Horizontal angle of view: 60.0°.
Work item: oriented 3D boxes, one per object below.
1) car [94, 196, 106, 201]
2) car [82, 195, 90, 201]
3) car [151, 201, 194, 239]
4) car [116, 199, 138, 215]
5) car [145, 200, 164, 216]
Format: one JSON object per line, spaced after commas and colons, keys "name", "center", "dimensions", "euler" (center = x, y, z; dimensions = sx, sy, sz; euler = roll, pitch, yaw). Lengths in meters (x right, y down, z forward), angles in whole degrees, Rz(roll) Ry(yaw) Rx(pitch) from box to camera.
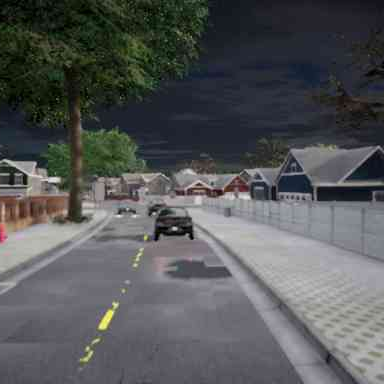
{"name": "car", "center": [-23.216, 1.524, 83.882], "dimensions": [1.882, 1.535, 5.008], "euler": [-1, 0, -30]}
{"name": "car", "center": [-29.470, 1.825, 89.208], "dimensions": [1.994, 1.385, 4.181], "euler": [-1, 0, -30]}
{"name": "car", "center": [-1.031, 1.483, 17.405], "dimensions": [1.882, 1.535, 5.008], "euler": [0, 0, -6]}
{"name": "car", "center": [-6.888, 1.564, 35.333], "dimensions": [1.837, 1.490, 4.892], "euler": [0, -1, -12]}
{"name": "car", "center": [-3.424, 1.534, 32.547], "dimensions": [1.837, 1.490, 4.892], "euler": [0, 0, -11]}
